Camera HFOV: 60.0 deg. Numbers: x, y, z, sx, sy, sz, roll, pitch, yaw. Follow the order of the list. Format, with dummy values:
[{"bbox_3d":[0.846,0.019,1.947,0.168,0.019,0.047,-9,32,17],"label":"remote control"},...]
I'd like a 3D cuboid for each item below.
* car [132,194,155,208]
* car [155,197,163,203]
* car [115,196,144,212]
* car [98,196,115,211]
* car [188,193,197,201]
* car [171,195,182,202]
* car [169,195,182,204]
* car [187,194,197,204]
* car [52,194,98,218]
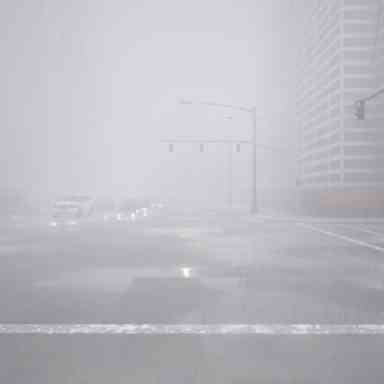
[{"bbox_3d":[-7.039,1.480,48.362,2.128,1.511,4.902,0,0,0],"label":"car"},{"bbox_3d":[-6.943,1.585,66.204,1.895,1.301,4.718,0,0,1],"label":"car"},{"bbox_3d":[-7.054,1.496,37.887,1.837,1.490,4.892,0,0,0],"label":"car"},{"bbox_3d":[-10.551,1.343,39.690,2.097,1.767,4.553,0,0,0],"label":"car"},{"bbox_3d":[0.089,1.166,74.398,2.097,1.767,4.553,0,0,0],"label":"car"},{"bbox_3d":[-3.411,1.336,74.432,2.128,1.511,4.902,0,0,0],"label":"car"},{"bbox_3d":[-3.423,1.476,64.148,2.128,1.511,4.902,0,0,0],"label":"car"},{"bbox_3d":[0.077,1.532,64.143,2.033,1.411,5.357,0,0,0],"label":"car"},{"bbox_3d":[-10.559,1.214,29.952,2.150,2.045,5.566,0,0,0],"label":"car"}]
